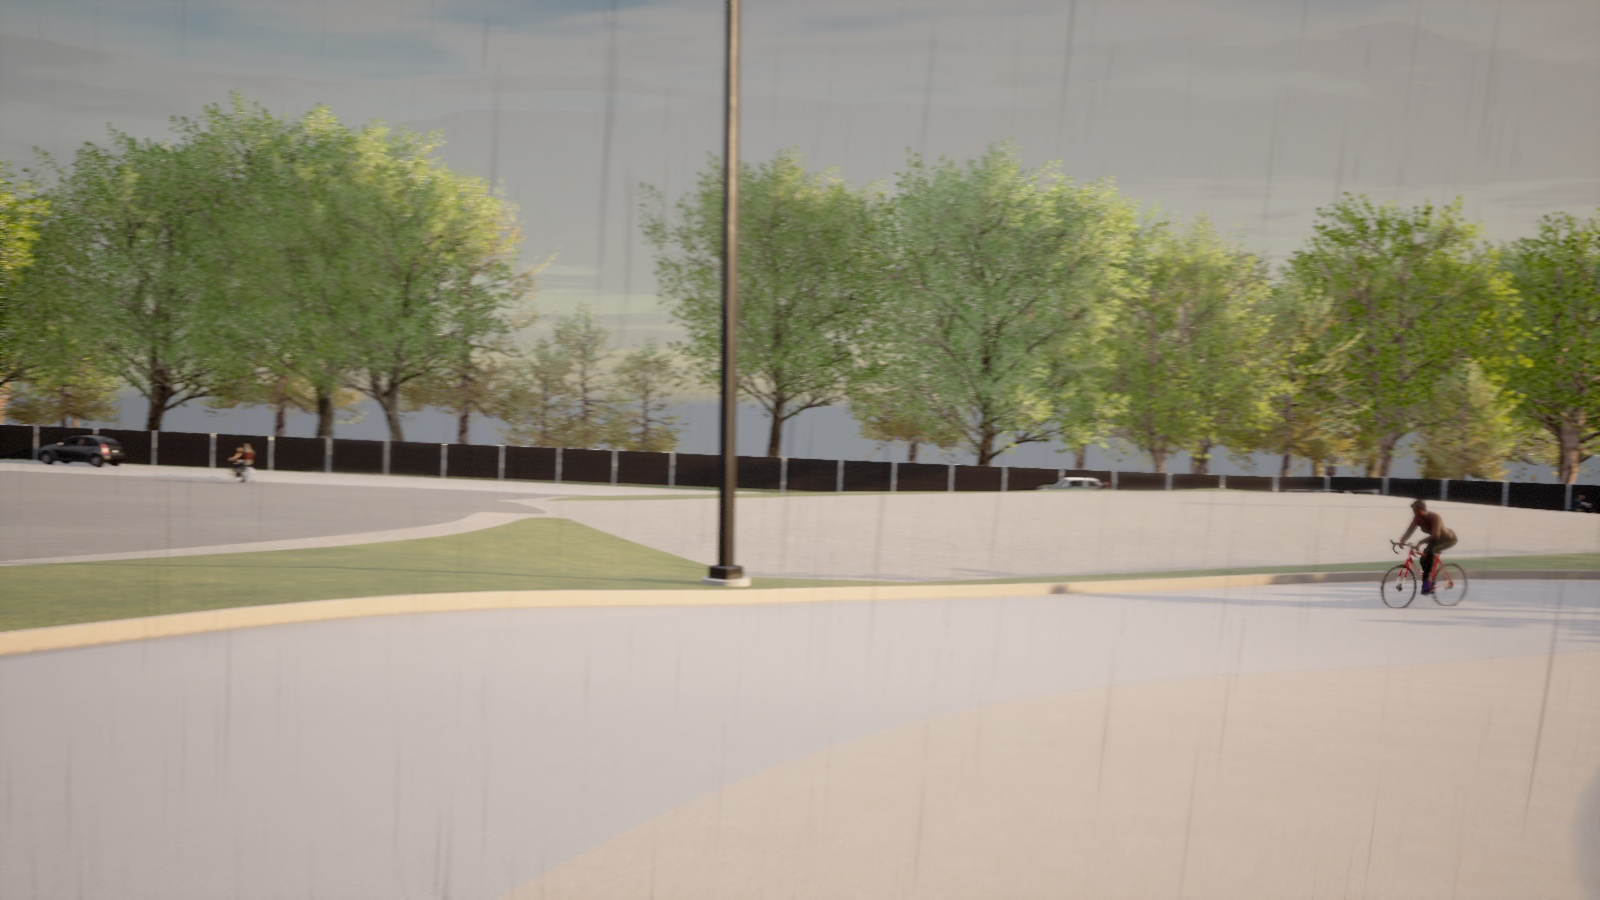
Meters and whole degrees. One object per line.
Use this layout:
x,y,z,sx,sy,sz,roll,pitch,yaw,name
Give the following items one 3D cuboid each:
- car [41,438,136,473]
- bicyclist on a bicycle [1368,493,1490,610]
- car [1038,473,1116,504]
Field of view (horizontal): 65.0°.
-37.669,0.295,66.541,3.988,1.617,1.851,2,2,4,car
9.348,1.491,18.678,1.656,1.620,0.582,-1,3,-19,bicyclist on a bicycle
15.244,2.126,69.297,3.806,1.475,1.970,1,2,0,car
